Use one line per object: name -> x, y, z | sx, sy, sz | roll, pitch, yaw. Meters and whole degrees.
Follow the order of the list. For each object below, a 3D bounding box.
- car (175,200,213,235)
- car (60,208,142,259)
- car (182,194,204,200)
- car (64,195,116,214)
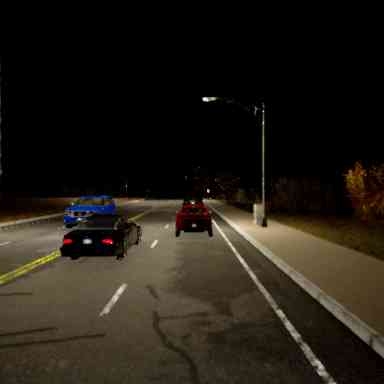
car -> 0.102, 1.466, 18.606 | 1.882, 1.535, 5.008 | 0, 0, 0
car -> -3.146, 1.540, 12.502 | 2.033, 1.411, 5.357 | 0, 0, 0
car -> 0.102, 1.197, 35.705 | 2.150, 2.045, 5.566 | 0, 0, 0
car -> -6.499, 1.247, 21.896 | 2.150, 2.045, 5.566 | 0, 0, 0
